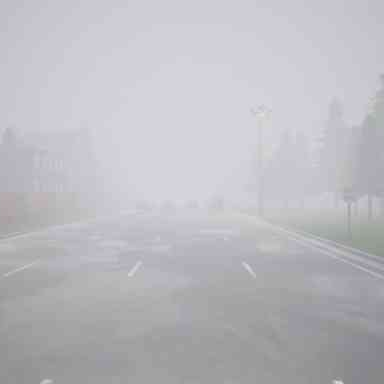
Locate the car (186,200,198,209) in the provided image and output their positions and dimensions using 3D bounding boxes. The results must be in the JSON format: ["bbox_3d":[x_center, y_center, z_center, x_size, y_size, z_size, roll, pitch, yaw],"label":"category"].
[{"bbox_3d":[-0.017,2.201,59.293,1.994,1.385,4.181,0,-1,0],"label":"car"}]

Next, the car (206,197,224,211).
[{"bbox_3d":[3.486,1.748,48.909,2.150,2.045,5.566,0,-1,0],"label":"car"}]

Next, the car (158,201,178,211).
[{"bbox_3d":[-3.514,2.030,48.874,1.837,1.490,4.892,0,-1,0],"label":"car"}]

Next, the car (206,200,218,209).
[{"bbox_3d":[3.483,2.163,59.294,1.812,1.442,4.674,0,-1,0],"label":"car"}]

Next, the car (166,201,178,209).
[{"bbox_3d":[-3.517,2.238,59.322,1.895,1.301,4.718,0,-1,0],"label":"car"}]

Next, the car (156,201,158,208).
[{"bbox_3d":[-7.017,2.163,59.292,1.812,1.442,4.674,0,-1,0],"label":"car"}]

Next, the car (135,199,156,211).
[{"bbox_3d":[-7.015,1.881,49.260,2.097,1.767,4.553,0,-1,0],"label":"car"}]

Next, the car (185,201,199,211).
[{"bbox_3d":[-0.014,2.017,48.874,2.128,1.511,4.902,0,-1,0],"label":"car"}]
